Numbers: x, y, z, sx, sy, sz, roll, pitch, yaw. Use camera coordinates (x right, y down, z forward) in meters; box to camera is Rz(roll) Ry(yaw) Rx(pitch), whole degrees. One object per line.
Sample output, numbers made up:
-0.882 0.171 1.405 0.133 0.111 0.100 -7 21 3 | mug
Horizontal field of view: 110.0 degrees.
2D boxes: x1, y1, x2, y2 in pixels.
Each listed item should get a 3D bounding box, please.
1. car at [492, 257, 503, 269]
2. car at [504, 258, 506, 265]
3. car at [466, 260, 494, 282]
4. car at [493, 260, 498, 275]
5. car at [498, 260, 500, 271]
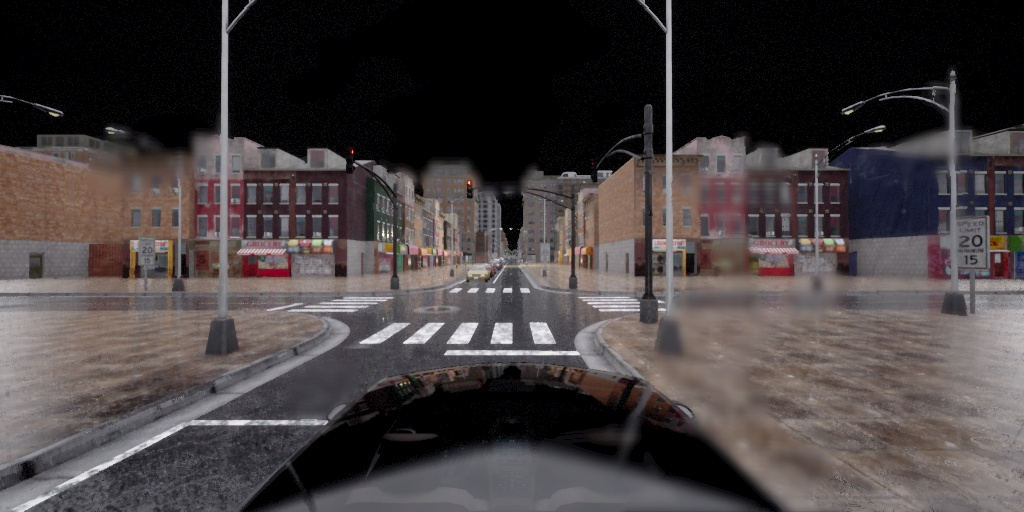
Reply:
-2.640 1.252 51.302 1.967 1.591 4.097 0 0 0 | car
-2.641 1.157 62.512 2.192 1.841 5.009 0 0 0 | car
-2.638 1.294 28.712 1.751 1.417 4.829 0 0 0 | car
-2.638 1.322 34.486 1.888 1.381 4.507 0 0 0 | car
-2.639 1.369 40.091 1.802 1.307 4.207 0 0 0 | car
